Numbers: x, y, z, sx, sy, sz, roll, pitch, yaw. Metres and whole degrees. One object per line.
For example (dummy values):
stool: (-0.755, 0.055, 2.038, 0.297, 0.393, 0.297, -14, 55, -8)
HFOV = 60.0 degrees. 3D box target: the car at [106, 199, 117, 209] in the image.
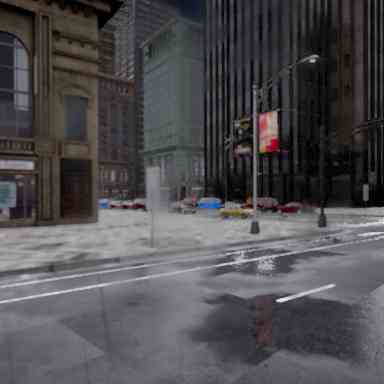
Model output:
car: (-12.458, 2.127, 56.182, 1.967, 1.590, 4.097, -1, 0, -35)

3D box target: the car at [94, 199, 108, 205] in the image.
car: (-23.831, 2.619, 86.943, 1.947, 1.339, 4.313, -1, 0, -35)

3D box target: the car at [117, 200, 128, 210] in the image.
car: (-9.629, 2.166, 52.198, 1.887, 1.381, 4.507, -1, 0, -35)

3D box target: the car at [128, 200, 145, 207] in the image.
car: (-11.788, 2.366, 69.972, 1.802, 1.307, 4.206, -1, 0, -35)

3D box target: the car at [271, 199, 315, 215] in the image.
car: (11.469, 1.788, 37.202, 1.887, 1.381, 4.507, -1, 0, -35)

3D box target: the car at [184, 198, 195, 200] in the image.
car: (-0.293, 1.835, 53.810, 2.192, 1.841, 5.009, -1, 0, -35)

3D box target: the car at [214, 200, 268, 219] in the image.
car: (4.607, 1.814, 32.137, 1.752, 1.417, 4.829, -1, 0, -35)

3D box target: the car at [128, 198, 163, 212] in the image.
car: (-6.807, 1.871, 48.213, 2.192, 1.841, 5.009, -1, 0, -35)

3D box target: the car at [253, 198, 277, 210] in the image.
car: (8.525, 1.628, 41.354, 2.192, 1.841, 5.009, -1, 0, -35)

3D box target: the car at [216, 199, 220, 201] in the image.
car: (5.592, 1.964, 45.506, 1.802, 1.307, 4.206, -1, 0, -35)

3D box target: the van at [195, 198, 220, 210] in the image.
van: (2.647, 1.792, 49.658, 1.690, 1.788, 3.998, -1, 0, -35)

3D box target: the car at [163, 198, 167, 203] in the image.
car: (-4.973, 2.080, 55.658, 2.128, 1.511, 4.902, 0, -1, -34)

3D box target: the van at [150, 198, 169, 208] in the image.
van: (-6.171, 1.997, 62.114, 1.690, 1.788, 3.998, -1, 0, -35)

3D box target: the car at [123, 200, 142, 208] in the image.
car: (-11.694, 2.346, 65.084, 1.895, 1.301, 4.718, 0, -1, -35)

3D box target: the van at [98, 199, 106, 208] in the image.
van: (-15.288, 2.093, 60.167, 1.690, 1.788, 3.998, -1, 0, -35)

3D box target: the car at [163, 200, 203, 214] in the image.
car: (-1.146, 1.974, 40.244, 2.008, 1.369, 4.403, -1, 0, -35)

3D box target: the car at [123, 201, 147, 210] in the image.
car: (-9.884, 2.212, 57.313, 2.033, 1.411, 5.357, 0, -1, -35)
